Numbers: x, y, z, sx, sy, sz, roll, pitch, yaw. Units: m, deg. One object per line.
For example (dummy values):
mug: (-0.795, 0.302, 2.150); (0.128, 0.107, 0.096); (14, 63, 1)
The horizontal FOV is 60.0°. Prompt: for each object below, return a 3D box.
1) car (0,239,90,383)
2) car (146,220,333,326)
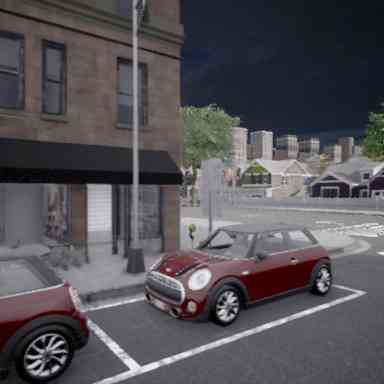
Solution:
car: (-3.417, 1.443, 3.755); (4.097, 1.590, 1.967); (0, 0, -36)
car: (1.065, 1.423, 6.949); (4.097, 1.590, 1.967); (0, 0, -36)
